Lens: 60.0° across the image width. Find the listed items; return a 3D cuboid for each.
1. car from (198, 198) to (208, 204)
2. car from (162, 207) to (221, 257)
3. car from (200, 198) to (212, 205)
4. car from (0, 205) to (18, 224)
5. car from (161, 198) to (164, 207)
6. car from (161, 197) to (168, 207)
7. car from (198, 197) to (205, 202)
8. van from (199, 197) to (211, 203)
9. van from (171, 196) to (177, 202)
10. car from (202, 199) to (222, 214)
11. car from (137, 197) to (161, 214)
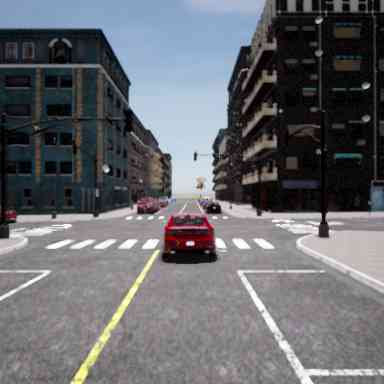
[{"bbox_3d":[2.575,2.071,78.653,2.008,1.369,4.403,0,0,0],"label":"car"},{"bbox_3d":[-0.180,1.572,13.436,1.882,1.535,5.008,0,0,-3],"label":"car"},{"bbox_3d":[2.572,1.927,50.893,1.802,1.307,4.206,0,0,0],"label":"car"},{"bbox_3d":[-16.912,1.830,27.630,4.097,1.590,1.967,-1,0,0],"label":"car"},{"bbox_3d":[-5.309,1.853,45.342,1.887,1.381,4.507,0,0,0],"label":"car"},{"bbox_3d":[-5.308,1.924,56.446,1.887,1.381,4.507,0,0,0],"label":"car"},{"bbox_3d":[2.576,2.165,95.309,1.887,1.381,4.507,0,0,0],"label":"car"},{"bbox_3d":[2.573,1.721,56.447,1.690,1.788,3.998,0,0,0],"label":"van"},{"bbox_3d":[-5.303,1.961,95.310,1.690,1.788,3.998,0,0,0],"label":"van"},{"bbox_3d":[2.571,1.839,39.789,1.947,1.339,4.313,0,0,0],"label":"car"},{"bbox_3d":[-5.309,1.587,39.791,2.192,1.841,5.009,0,0,0],"label":"car"}]
